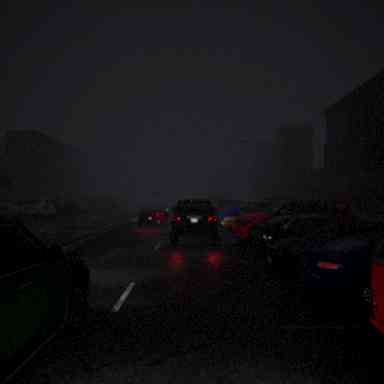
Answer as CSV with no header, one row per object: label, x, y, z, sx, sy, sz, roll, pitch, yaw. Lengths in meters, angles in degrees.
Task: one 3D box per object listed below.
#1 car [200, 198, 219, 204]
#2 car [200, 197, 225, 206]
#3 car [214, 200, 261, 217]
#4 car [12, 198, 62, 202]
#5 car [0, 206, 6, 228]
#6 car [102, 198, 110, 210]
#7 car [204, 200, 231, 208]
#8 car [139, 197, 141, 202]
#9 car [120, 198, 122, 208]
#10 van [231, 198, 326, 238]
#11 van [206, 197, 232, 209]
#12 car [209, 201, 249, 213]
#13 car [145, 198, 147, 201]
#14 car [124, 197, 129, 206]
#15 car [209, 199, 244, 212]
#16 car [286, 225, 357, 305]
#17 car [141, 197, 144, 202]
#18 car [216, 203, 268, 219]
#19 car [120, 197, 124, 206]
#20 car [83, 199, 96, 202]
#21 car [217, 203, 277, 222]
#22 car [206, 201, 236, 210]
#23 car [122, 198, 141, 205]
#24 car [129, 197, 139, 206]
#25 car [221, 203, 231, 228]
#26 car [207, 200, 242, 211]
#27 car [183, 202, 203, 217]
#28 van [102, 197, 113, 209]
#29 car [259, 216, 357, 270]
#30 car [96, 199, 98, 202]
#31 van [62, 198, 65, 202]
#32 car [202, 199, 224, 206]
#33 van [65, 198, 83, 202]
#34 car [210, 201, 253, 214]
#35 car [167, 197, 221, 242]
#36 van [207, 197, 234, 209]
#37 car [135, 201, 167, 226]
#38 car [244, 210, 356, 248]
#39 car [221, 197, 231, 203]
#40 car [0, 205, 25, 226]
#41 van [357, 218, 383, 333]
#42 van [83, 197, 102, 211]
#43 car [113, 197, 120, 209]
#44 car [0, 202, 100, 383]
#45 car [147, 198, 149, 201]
car,4.930,2.606,93.154,5.366,1.575,1.946,0,-1,0
car,4.691,2.145,76.492,5.566,2.045,2.435,0,-1,0
car,4.683,1.705,34.803,4.553,1.767,2.185,0,-1,0
car,-15.520,1.550,30.673,5.566,2.045,2.435,0,-1,0
car,-15.516,1.733,22.400,4.792,1.488,2.163,0,-1,0
car,-15.510,2.065,49.970,5.008,1.535,2.097,0,-1,0
car,4.711,2.212,62.591,4.892,1.521,2.231,0,-1,0
car,-15.527,2.513,80.303,4.674,1.452,2.002,0,-1,0
car,-15.505,2.186,58.367,5.008,1.535,2.097,0,-1,0
van,4.595,1.415,18.131,4.442,1.987,1.878,0,-1,0
van,4.834,1.947,59.815,4.442,1.987,1.878,0,-1,0
car,4.711,1.941,43.136,5.008,1.535,2.097,0,-1,0
car,-15.530,2.639,91.334,4.674,1.452,2.002,0,-1,0
car,-15.542,2.011,63.762,5.566,2.045,2.435,0,-1,0
car,4.747,1.853,45.919,4.553,1.767,2.185,0,-1,0
car,4.708,1.578,7.138,4.674,1.452,2.002,0,0,0
car,-15.498,2.254,83.065,5.566,2.045,2.435,0,-1,0
car,4.711,1.836,32.022,4.674,1.452,2.002,0,-1,0
car,-15.543,2.100,61.126,4.553,1.767,2.185,0,-1,0
car,-15.314,1.944,41.699,5.366,1.575,1.946,0,-1,0
car,4.707,1.764,29.244,4.892,1.521,2.231,0,-1,0
car,4.719,2.136,54.253,4.674,1.452,2.002,0,-1,0
car,-15.497,2.411,85.821,4.553,1.767,2.185,0,-1,0
car,-15.494,2.470,77.546,4.792,1.488,2.163,0,-1,0
car,4.527,1.667,20.908,5.366,1.575,1.946,0,-1,0
car,4.710,2.018,48.695,5.008,1.535,2.097,0,-1,0
car,0.105,1.937,37.848,2.033,1.411,5.357,0,-1,0
van,-15.390,1.879,52.731,4.442,1.987,1.878,0,-1,0
car,4.681,1.591,9.793,4.792,1.488,2.163,0,-1,0
car,-15.498,2.026,44.455,4.674,1.452,2.002,0,-1,0
van,-15.610,1.610,33.431,4.442,1.987,1.878,0,-1,0
car,4.690,2.389,73.708,4.792,1.488,2.163,0,-1,0
van,-15.614,1.682,38.943,4.442,1.987,1.878,0,-1,0
car,4.721,1.904,40.359,4.892,1.521,2.231,0,-1,0
car,0.103,1.374,17.319,2.150,2.045,5.566,0,-1,0
van,4.833,1.909,57.036,4.442,1.987,1.878,0,-1,0
car,-2.897,1.718,25.583,1.882,1.535,5.008,0,-1,0
car,4.705,1.588,12.571,4.892,1.521,2.231,0,-1,0
car,4.684,1.448,23.689,5.566,2.045,2.435,0,-1,0
car,-15.491,1.775,25.156,4.674,1.452,2.002,0,-1,0
van,4.827,1.288,4.236,4.442,1.987,1.878,0,0,0
van,-15.620,1.799,47.215,4.442,1.987,1.878,0,-1,0
car,-15.537,1.894,55.488,5.566,2.045,2.435,0,-1,0
car,-2.899,1.250,3.620,2.150,2.045,5.566,0,0,0
car,-15.528,2.630,94.092,5.008,1.535,2.097,0,-1,0
